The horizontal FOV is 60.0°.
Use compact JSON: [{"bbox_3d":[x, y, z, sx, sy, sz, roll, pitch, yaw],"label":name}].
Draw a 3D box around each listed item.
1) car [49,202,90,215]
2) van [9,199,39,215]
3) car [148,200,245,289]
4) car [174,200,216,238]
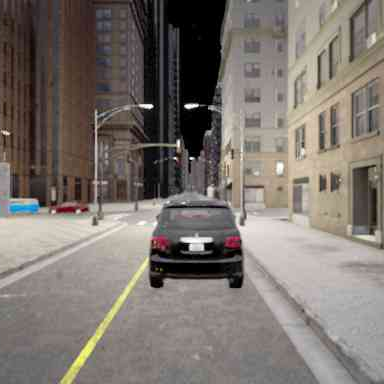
[{"bbox_3d":[-13.915,1.795,37.752,4.507,1.381,1.887,-1,0,0],"label":"car"},{"bbox_3d":[-19.541,1.660,37.782,3.998,1.788,1.690,-1,0,0],"label":"van"},{"bbox_3d":[0.116,1.238,9.415,2.150,2.045,5.566,0,-1,0],"label":"car"},{"bbox_3d":[0.127,1.393,18.859,2.097,1.767,4.553,0,0,0],"label":"car"}]
